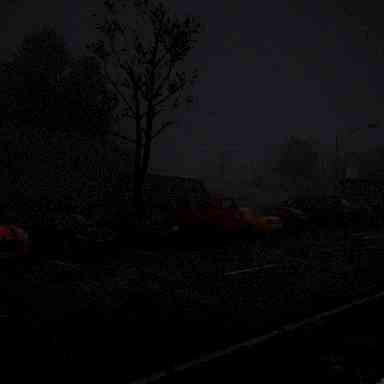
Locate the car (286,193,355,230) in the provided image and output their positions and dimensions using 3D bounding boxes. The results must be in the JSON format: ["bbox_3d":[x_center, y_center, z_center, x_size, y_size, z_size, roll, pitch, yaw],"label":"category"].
[{"bbox_3d":[7.199,1.264,21.675,5.566,2.045,2.435,-1,-1,35],"label":"car"}]

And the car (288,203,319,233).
[{"bbox_3d":[4.773,1.550,19.915,4.674,1.452,2.002,-1,-1,35],"label":"car"}]

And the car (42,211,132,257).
[{"bbox_3d":[-5.011,1.495,12.959,4.892,1.521,2.231,-1,-1,34],"label":"car"}]

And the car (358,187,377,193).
[{"bbox_3d":[29.517,0.138,55.315,2.002,1.452,4.674,7,3,35],"label":"car"}]

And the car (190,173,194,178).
[{"bbox_3d":[1.689,-4.361,94.547,2.435,2.045,5.566,1,-1,34],"label":"car"}]

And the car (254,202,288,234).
[{"bbox_3d":[2.168,1.504,18.285,5.366,1.575,1.946,-1,-1,35],"label":"car"}]

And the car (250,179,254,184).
[{"bbox_3d":[15.702,-2.042,75.045,2.002,1.452,4.674,7,3,35],"label":"car"}]

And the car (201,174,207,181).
[{"bbox_3d":[5.195,-3.849,89.732,2.185,1.767,4.553,6,3,34],"label":"car"}]

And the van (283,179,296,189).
[{"bbox_3d":[20.844,-1.489,67.527,1.878,1.987,4.442,7,4,35],"label":"van"}]

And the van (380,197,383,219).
[{"bbox_3d":[12.247,1.298,25.055,4.442,1.987,1.878,-1,-1,35],"label":"van"}]

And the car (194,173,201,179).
[{"bbox_3d":[3.463,-4.083,92.201,2.185,1.767,4.553,4,1,33],"label":"car"}]

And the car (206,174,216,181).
[{"bbox_3d":[6.992,-3.697,87.268,2.435,2.045,5.566,7,3,34],"label":"car"}]

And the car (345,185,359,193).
[{"bbox_3d":[27.824,-0.425,57.786,2.435,2.045,5.566,7,3,35],"label":"car"}]

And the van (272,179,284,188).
[{"bbox_3d":[19.113,-1.763,69.997,1.878,1.987,4.442,7,4,35],"label":"van"}]

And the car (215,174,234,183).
[{"bbox_3d":[8.845,-3.174,85.011,1.946,1.575,5.366,7,3,34],"label":"car"}]

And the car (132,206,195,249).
[{"bbox_3d":[-2.593,1.525,14.708,4.792,1.488,2.163,-1,-1,34],"label":"car"}]

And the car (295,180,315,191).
[{"bbox_3d":[22.607,-0.991,65.166,2.231,1.521,4.892,7,3,35],"label":"car"}]

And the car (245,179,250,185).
[{"bbox_3d":[13.958,-2.316,77.505,2.002,1.452,4.674,7,3,35],"label":"car"}]

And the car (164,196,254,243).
[{"bbox_3d":[-0.150,1.249,16.455,5.566,2.045,2.435,-1,-1,34],"label":"car"}]

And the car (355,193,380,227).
[{"bbox_3d":[9.711,1.268,23.383,5.566,2.045,2.435,-1,-1,35],"label":"car"}]

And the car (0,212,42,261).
[{"bbox_3d":[-7.476,1.367,11.231,4.553,1.767,2.185,-1,-1,34],"label":"car"}]

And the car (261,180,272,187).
[{"bbox_3d":[17.536,-1.810,72.726,1.946,1.575,5.366,7,3,35],"label":"car"}]
